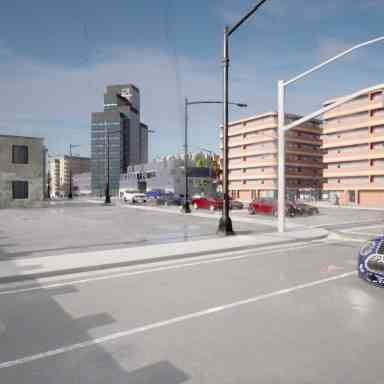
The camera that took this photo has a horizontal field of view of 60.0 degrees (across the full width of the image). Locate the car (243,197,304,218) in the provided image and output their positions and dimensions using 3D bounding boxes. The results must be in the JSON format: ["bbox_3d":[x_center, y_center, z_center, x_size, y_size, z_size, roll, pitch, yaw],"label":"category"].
[{"bbox_3d":[7.111,1.231,29.387,2.097,1.767,4.553,0,1,-34],"label":"car"}]

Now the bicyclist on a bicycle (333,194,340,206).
[{"bbox_3d":[19.976,1.094,45.979,1.656,1.620,0.582,0,1,-34],"label":"bicyclist on a bicycle"}]

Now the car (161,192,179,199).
[{"bbox_3d":[-4.676,0.661,71.557,1.994,1.385,4.181,0,1,-34],"label":"car"}]

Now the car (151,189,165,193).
[{"bbox_3d":[-7.580,0.334,69.602,2.150,2.045,5.566,0,1,-34],"label":"car"}]

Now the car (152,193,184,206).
[{"bbox_3d":[-3.163,1.157,44.402,1.994,1.385,4.181,0,1,-34],"label":"car"}]

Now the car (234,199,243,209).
[{"bbox_3d":[4.142,1.256,39.914,1.812,1.442,4.674,0,1,-34],"label":"car"}]

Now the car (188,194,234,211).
[{"bbox_3d":[1.962,1.229,36.894,1.882,1.535,5.008,0,1,-34],"label":"car"}]

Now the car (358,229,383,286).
[{"bbox_3d":[6.192,1.352,8.417,4.553,1.767,2.097,0,0,-36],"label":"car"}]

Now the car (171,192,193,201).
[{"bbox_3d":[-1.919,0.862,61.434,1.837,1.490,4.892,0,1,-34],"label":"car"}]

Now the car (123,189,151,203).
[{"bbox_3d":[-9.130,0.627,53.177,2.150,2.045,5.566,0,1,-33],"label":"car"}]

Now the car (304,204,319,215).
[{"bbox_3d":[9.492,1.413,32.096,2.033,1.411,5.357,0,1,-35],"label":"car"}]

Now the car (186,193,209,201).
[{"bbox_3d":[0.964,0.959,63.321,1.895,1.301,4.718,0,1,-34],"label":"car"}]
